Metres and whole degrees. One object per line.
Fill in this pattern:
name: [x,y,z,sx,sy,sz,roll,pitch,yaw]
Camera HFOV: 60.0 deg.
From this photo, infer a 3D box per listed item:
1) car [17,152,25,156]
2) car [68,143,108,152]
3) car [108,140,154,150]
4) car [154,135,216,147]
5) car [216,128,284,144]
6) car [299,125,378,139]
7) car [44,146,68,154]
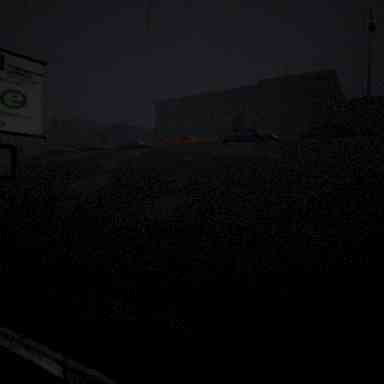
car: [-23.225,-4.608,42.545,4.553,1.767,2.185,1,1,34]
car: [-9.620,-4.163,33.288,4.892,1.521,2.231,1,1,34]
car: [-4.974,-3.989,30.260,4.674,1.452,2.002,2,1,33]
car: [-0.263,-3.890,27.331,5.008,1.535,2.097,2,1,32]
car: [4.491,-3.878,24.515,4.553,1.767,2.185,2,1,31]
car: [9.482,-3.580,21.715,4.792,1.488,2.163,2,1,29]
car: [-14.186,-4.278,36.388,4.892,1.521,2.231,1,1,34]
